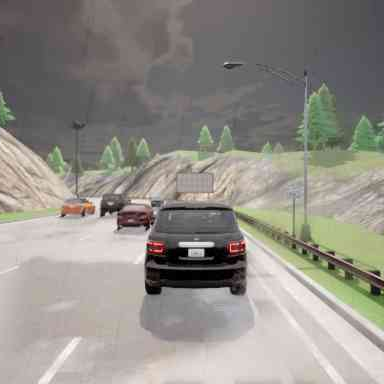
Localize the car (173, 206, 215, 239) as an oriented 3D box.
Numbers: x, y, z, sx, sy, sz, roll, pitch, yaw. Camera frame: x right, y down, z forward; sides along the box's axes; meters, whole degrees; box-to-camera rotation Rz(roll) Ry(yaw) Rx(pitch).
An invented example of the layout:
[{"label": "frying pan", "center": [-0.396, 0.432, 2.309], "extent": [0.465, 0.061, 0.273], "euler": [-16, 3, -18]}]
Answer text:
[{"label": "car", "center": [0.092, 1.559, 18.087], "extent": [1.994, 1.385, 4.181], "euler": [0, 0, 0]}]

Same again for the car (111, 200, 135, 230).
[{"label": "car", "center": [-3.427, 1.478, 21.107], "extent": [1.882, 1.535, 5.008], "euler": [0, 0, 0]}]

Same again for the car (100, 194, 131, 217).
[{"label": "car", "center": [-7.083, 1.214, 31.319], "extent": [2.150, 2.045, 5.566], "euler": [0, -1, -1]}]

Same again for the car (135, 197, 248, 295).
[{"label": "car", "center": [0.087, 1.221, 8.866], "extent": [2.150, 2.045, 5.566], "euler": [0, 0, 0]}]

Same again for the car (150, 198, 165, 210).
[{"label": "car", "center": [-4.641, 1.502, 44.365], "extent": [1.837, 1.490, 4.892], "euler": [0, -1, -7]}]

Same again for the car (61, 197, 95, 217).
[{"label": "car", "center": [-10.599, 1.351, 31.300], "extent": [2.097, 1.767, 4.553], "euler": [0, 0, -2]}]

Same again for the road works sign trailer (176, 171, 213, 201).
[{"label": "road works sign trailer", "center": [0.186, 0.464, 21.584], "extent": [2.380, 3.560, 2.880], "euler": [0, 0, 0]}]
